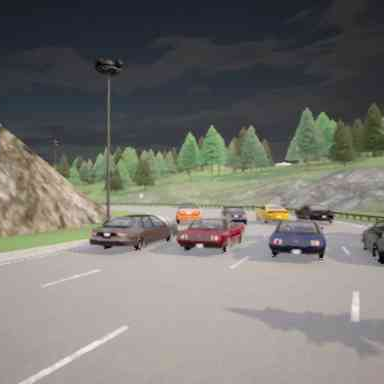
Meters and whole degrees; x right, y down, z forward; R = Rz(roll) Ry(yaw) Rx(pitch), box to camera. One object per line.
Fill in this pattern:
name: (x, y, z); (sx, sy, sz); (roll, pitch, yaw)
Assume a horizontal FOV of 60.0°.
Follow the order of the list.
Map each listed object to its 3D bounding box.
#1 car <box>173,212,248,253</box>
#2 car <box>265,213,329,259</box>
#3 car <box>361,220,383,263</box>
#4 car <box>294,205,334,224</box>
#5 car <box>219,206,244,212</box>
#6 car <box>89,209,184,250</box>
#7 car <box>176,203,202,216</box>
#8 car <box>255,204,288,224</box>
car: (1.043, 1.775, 14.683); (1.895, 1.301, 4.718); (0, -1, 20)
car: (4.280, 1.756, 13.355); (1.895, 1.301, 4.718); (0, -1, 20)
car: (7.594, 1.703, 12.276); (1.994, 1.385, 4.181); (0, -1, 19)
car: (10.238, 1.802, 28.284); (1.882, 1.535, 5.008); (0, 0, -1)
car: (3.289, 1.863, 26.890); (2.033, 1.411, 5.357); (0, -1, 1)
car: (-2.431, 1.732, 15.319); (2.033, 1.411, 5.357); (0, -1, 21)
car: (-0.235, 1.682, 27.924); (2.097, 1.767, 4.553); (0, -1, 0)
car: (6.741, 1.807, 28.430); (1.882, 1.535, 5.008); (0, 0, -1)
